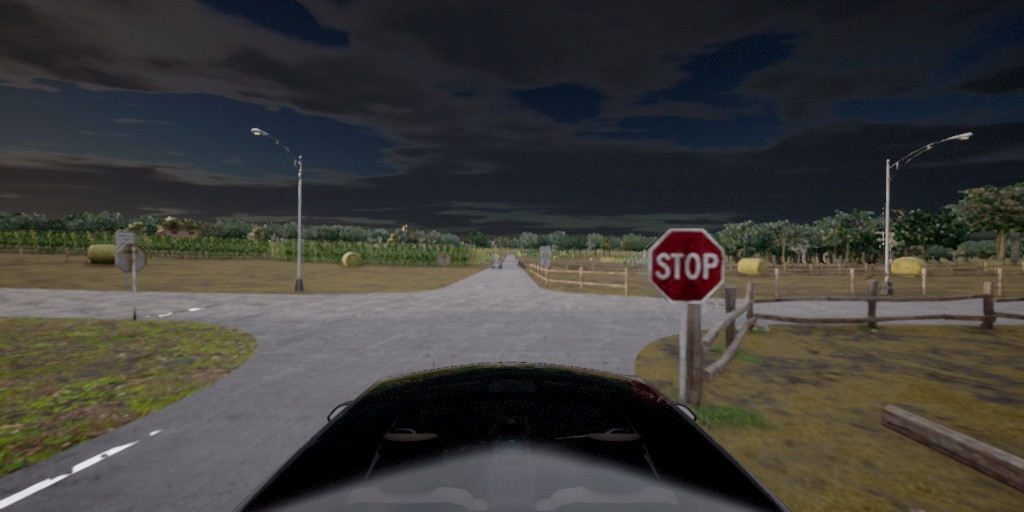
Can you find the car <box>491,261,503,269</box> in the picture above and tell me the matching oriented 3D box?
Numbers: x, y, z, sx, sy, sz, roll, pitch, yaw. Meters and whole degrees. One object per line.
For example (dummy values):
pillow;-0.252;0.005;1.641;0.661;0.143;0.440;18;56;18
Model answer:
car;-2.703;1.614;65.075;2.128;1.511;4.902;0;0;0
